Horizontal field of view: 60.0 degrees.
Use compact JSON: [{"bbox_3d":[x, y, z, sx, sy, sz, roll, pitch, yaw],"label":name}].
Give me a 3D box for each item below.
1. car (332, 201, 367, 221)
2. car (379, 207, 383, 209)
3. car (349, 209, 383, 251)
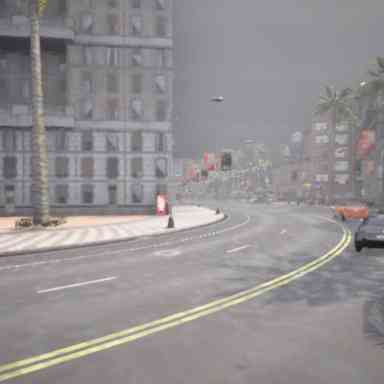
[{"bbox_3d":[13.764,1.524,29.143,2.097,1.767,4.553,0,-1,12],"label":"car"},{"bbox_3d":[17.058,1.646,27.717,1.837,1.490,4.892,0,0,12],"label":"car"},{"bbox_3d":[8.082,1.640,14.012,1.994,1.385,4.181,-1,-1,32],"label":"car"}]
